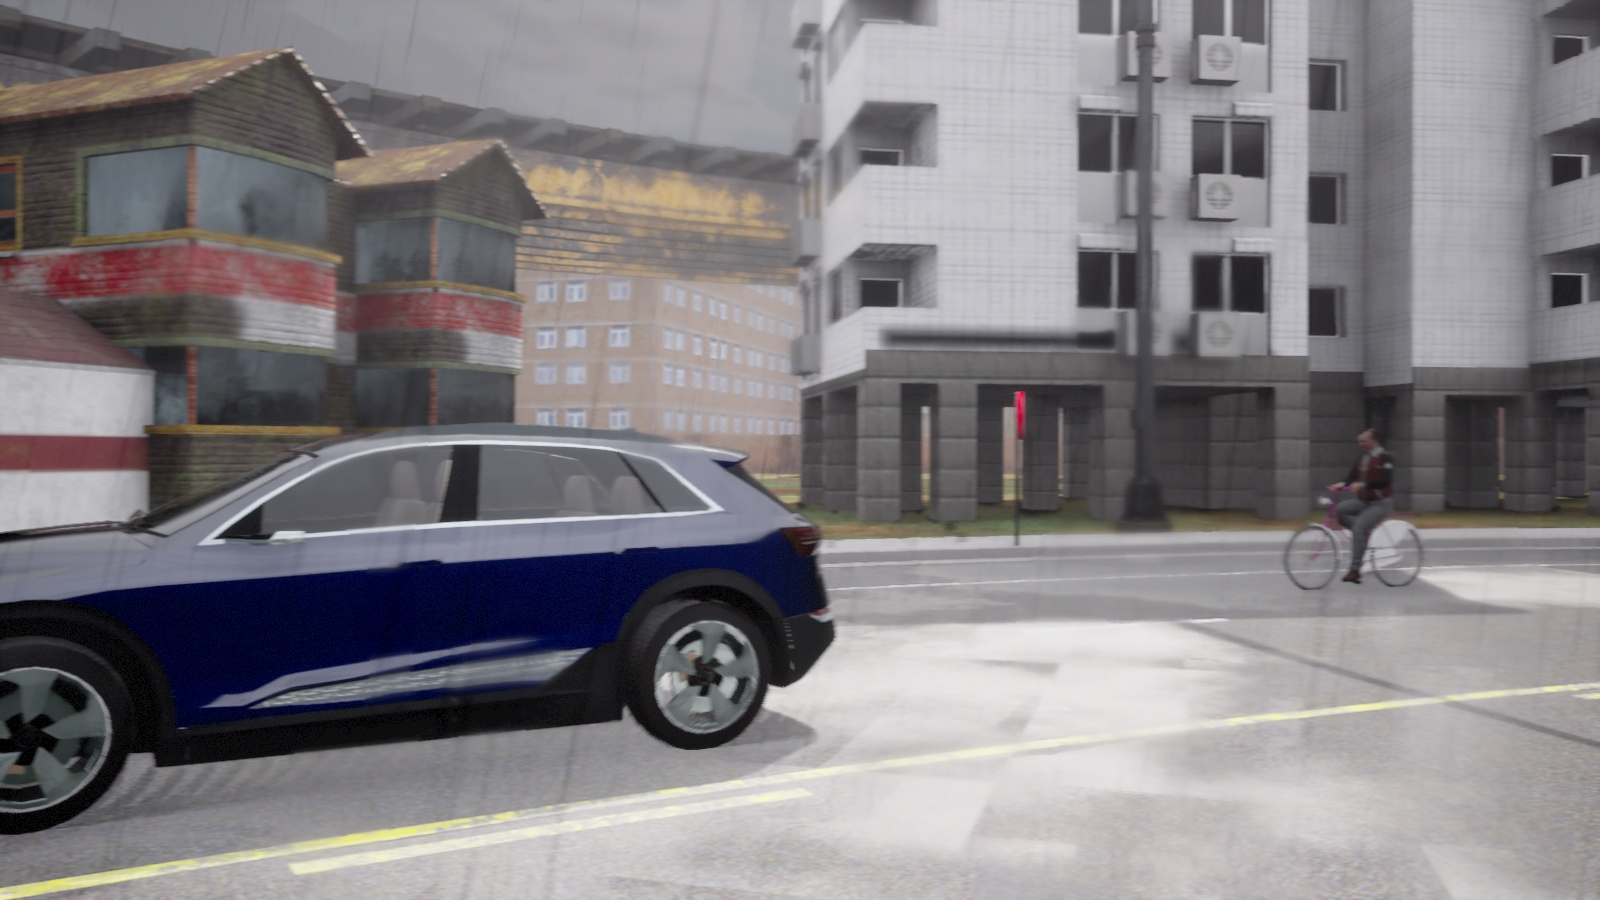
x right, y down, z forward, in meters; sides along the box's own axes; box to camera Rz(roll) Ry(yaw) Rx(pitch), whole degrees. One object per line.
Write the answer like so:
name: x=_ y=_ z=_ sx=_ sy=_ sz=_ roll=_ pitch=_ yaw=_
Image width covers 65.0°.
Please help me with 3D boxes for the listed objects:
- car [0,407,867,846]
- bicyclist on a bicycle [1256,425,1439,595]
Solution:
car: x=-2.263 y=0.689 z=6.320 sx=4.856 sy=1.649 sz=2.033 roll=0 pitch=-1 yaw=-29
bicyclist on a bicycle: x=5.968 y=0.627 z=13.691 sx=1.843 sy=1.776 sz=0.659 roll=0 pitch=0 yaw=-17
